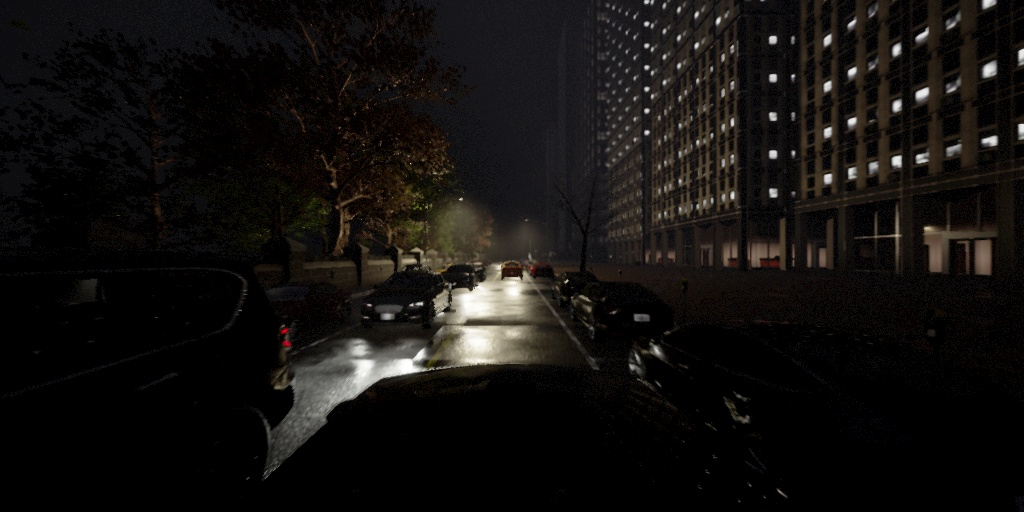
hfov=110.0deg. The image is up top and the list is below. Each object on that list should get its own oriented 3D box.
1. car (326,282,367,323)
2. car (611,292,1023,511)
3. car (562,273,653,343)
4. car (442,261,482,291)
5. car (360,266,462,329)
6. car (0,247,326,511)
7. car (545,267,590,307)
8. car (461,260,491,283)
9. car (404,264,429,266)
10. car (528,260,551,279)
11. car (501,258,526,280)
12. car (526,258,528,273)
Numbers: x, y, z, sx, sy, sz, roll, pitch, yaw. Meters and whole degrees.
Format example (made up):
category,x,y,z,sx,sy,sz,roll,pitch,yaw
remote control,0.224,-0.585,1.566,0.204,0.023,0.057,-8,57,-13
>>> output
category,x,y,z,sx,sy,sz,roll,pitch,yaw
car,-5.692,1.332,9.504,1.802,1.307,4.207,0,0,0
car,2.688,1.316,3.871,1.948,1.339,4.313,0,0,0
car,2.689,1.316,9.503,1.948,1.339,4.313,0,0,0
car,-3.089,1.259,21.680,1.837,1.490,4.892,0,0,0
car,-3.101,1.242,11.377,2.128,1.511,4.902,0,0,0
car,-3.103,0.972,1.074,2.150,2.045,5.566,0,0,0
car,2.689,1.317,15.136,1.948,1.339,4.313,0,0,0
car,-2.999,1.271,27.954,2.128,1.511,4.902,0,0,0
car,-5.691,1.193,20.769,1.967,1.591,4.097,0,0,0
car,2.691,1.304,32.033,1.888,1.381,4.507,0,0,0
car,0.011,1.237,31.571,1.882,1.535,5.008,0,0,0
car,2.691,1.203,37.665,1.967,1.591,4.097,0,0,0
